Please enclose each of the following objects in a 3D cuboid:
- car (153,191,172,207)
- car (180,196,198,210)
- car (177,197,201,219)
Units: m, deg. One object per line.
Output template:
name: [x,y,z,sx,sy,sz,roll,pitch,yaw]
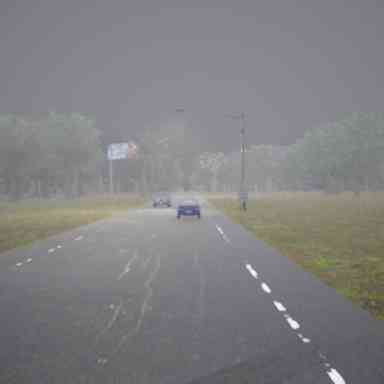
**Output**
car: [-3.905,0.965,44.425,2.150,2.045,5.566,0,1,-1]
car: [-0.337,1.305,40.448,2.033,1.411,5.357,0,1,0]
car: [-0.244,1.351,28.171,1.882,1.535,5.008,0,0,0]
